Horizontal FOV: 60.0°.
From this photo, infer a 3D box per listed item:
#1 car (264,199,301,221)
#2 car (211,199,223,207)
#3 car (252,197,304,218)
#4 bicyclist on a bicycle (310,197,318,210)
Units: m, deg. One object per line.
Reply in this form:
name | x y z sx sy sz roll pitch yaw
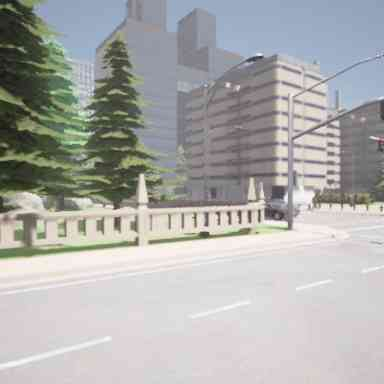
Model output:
car | 6.724 1.589 28.404 1.837 1.490 4.892 0 0 -35
car | 1.349 1.685 35.948 1.895 1.301 4.718 0 0 -36
car | 8.262 1.450 32.279 2.097 1.767 4.553 0 0 -35
bicyclist on a bicycle | 15.219 1.443 41.444 1.656 1.620 0.582 0 0 -35
